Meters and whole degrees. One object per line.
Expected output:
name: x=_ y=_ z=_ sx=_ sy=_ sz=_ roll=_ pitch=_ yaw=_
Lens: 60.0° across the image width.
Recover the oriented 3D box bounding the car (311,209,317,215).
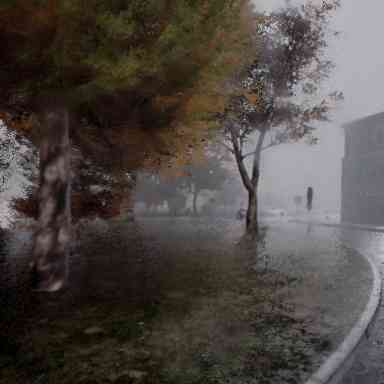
car: x=28.330 y=5.078 z=84.546 sx=5.008 sy=1.535 sz=2.097 roll=0 pitch=-2 yaw=23

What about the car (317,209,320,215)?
car: x=30.338 y=5.032 z=86.734 sx=4.553 sy=1.767 sz=2.185 roll=0 pitch=-2 yaw=23

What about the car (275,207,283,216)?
car: x=16.119 y=4.411 z=71.442 sx=5.366 sy=1.575 sz=1.946 roll=0 pitch=-2 yaw=22

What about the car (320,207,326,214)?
car: x=32.233 y=5.233 z=88.943 sx=5.366 sy=1.575 sz=1.946 roll=0 pitch=-2 yaw=23

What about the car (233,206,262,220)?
car: x=6.289 y=2.516 z=38.282 sx=2.128 sy=1.511 sz=4.902 roll=2 pitch=-4 yaw=4

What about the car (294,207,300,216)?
car: x=22.242 y=4.822 z=78.009 sx=4.792 sy=1.488 sz=2.163 roll=0 pitch=-2 yaw=22

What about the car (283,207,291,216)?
car: x=18.314 y=4.301 z=73.602 sx=5.566 sy=2.045 sz=2.435 roll=0 pitch=-3 yaw=22

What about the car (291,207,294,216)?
car: x=20.302 y=4.552 z=75.798 sx=4.553 sy=1.767 sz=2.185 roll=0 pitch=-2 yaw=22

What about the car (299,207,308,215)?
car: x=24.256 y=4.647 z=80.209 sx=5.566 sy=2.045 sz=2.435 roll=0 pitch=-2 yaw=22

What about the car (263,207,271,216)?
car: x=12.401 y=3.867 z=66.941 sx=5.566 sy=2.045 sz=2.435 roll=0 pitch=-3 yaw=21

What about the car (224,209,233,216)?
car: x=8.469 y=3.813 z=62.452 sx=4.892 sy=1.521 sz=2.231 roll=0 pitch=-3 yaw=21

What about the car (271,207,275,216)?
car: x=14.301 y=4.144 z=69.179 sx=4.553 sy=1.767 sz=2.185 roll=0 pitch=-3 yaw=21
